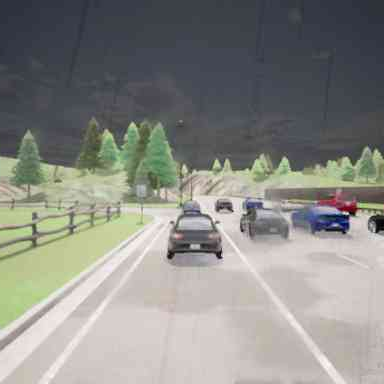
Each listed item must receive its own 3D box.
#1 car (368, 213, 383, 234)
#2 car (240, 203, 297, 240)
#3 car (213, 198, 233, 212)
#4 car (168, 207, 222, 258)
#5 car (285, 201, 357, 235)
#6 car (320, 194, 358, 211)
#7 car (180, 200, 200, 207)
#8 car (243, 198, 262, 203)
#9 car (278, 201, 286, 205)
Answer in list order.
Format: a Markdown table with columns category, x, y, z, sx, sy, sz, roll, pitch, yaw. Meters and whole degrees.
| category | x | y | z | sx | sy | sz | roll | pitch | yaw |
| --- | --- | --- | --- | --- | --- | --- | --- | --- | --- |
| car | 10.600 | 1.490 | 16.389 | 2.128 | 1.511 | 4.902 | 0 | 0 | 0 |
| car | 3.599 | 1.525 | 17.010 | 1.812 | 1.442 | 4.674 | 0 | 0 | 0 |
| car | 3.599 | 1.503 | 38.457 | 1.837 | 1.490 | 4.892 | 0 | 0 | 0 |
| car | 0.100 | 1.525 | 12.610 | 1.812 | 1.442 | 4.674 | 0 | 0 | 0 |
| car | 7.101 | 1.476 | 18.918 | 1.882 | 1.535 | 5.008 | 0 | 0 | 0 |
| car | 14.099 | 1.219 | 32.707 | 2.150 | 2.045 | 5.566 | 0 | 0 | 0 |
| car | -0.199 | 1.546 | 34.292 | 2.033 | 1.411 | 5.357 | 0 | 0 | -4 |
| car | 7.100 | 1.475 | 39.217 | 1.882 | 1.535 | 5.008 | 0 | 0 | 0 |
| car | 10.599 | 1.599 | 37.139 | 1.895 | 1.301 | 4.718 | 0 | 0 | 0 |
